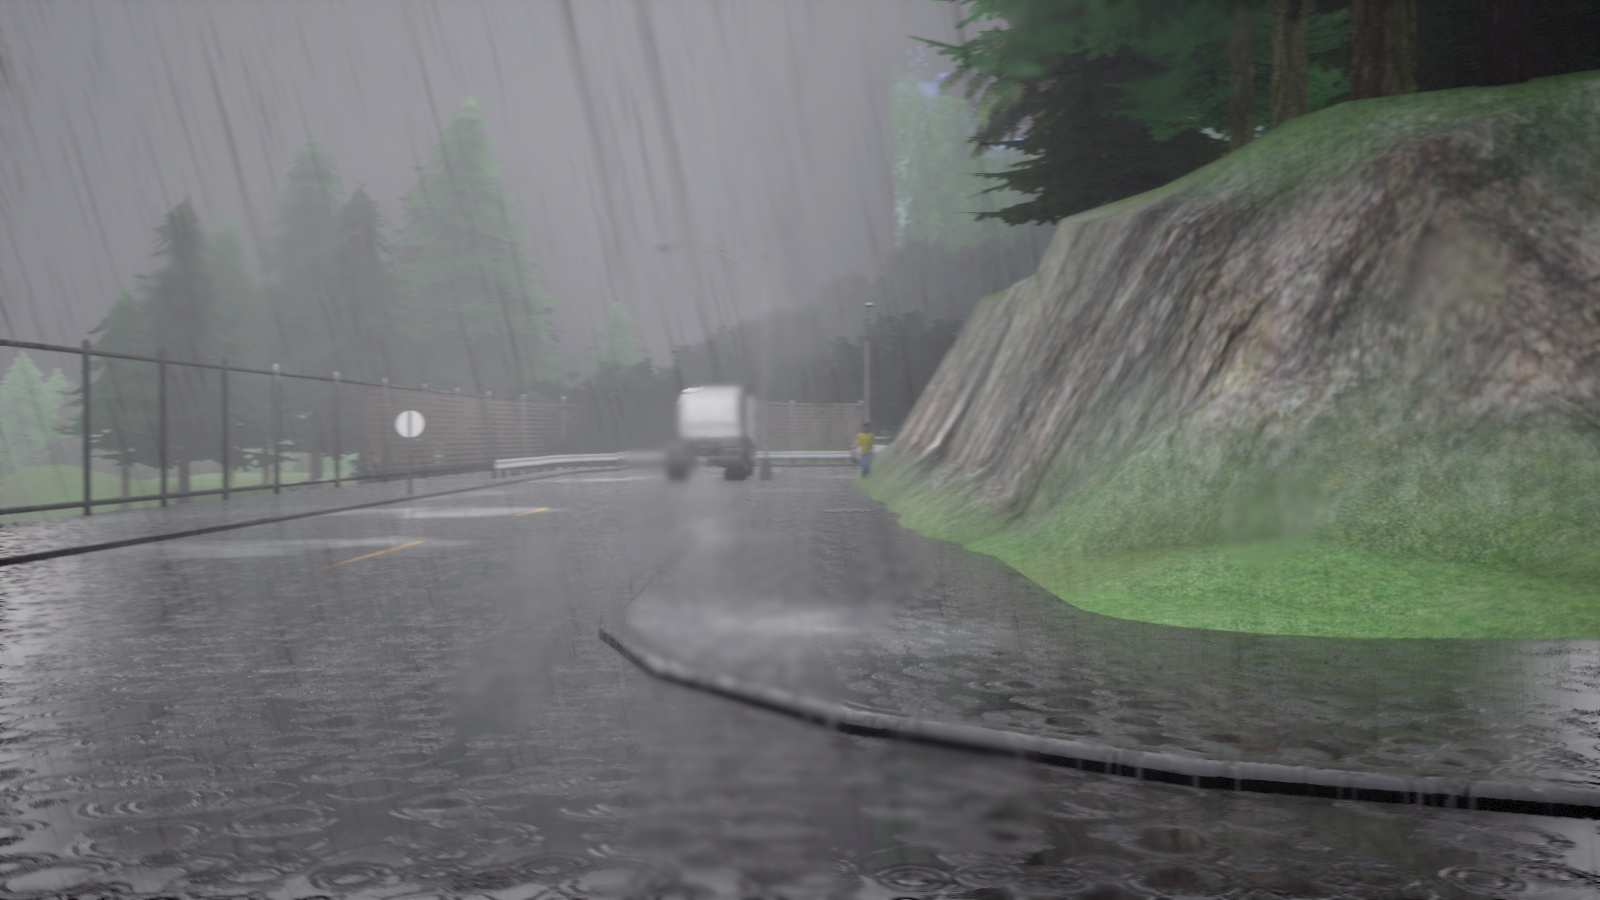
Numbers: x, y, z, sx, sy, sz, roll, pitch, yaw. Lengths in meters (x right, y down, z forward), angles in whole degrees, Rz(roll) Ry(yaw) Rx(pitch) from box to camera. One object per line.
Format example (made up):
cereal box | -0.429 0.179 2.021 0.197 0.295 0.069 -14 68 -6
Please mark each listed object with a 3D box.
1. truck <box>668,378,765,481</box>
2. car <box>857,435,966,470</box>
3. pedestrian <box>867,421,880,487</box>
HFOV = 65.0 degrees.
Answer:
truck | -2.931 -0.739 46.496 2.891 3.462 7.936 0 1 1
car | 4.970 0.107 56.353 4.514 1.525 2.007 0 1 -9
pedestrian | 2.083 0.111 35.608 0.354 1.836 0.706 0 1 1
